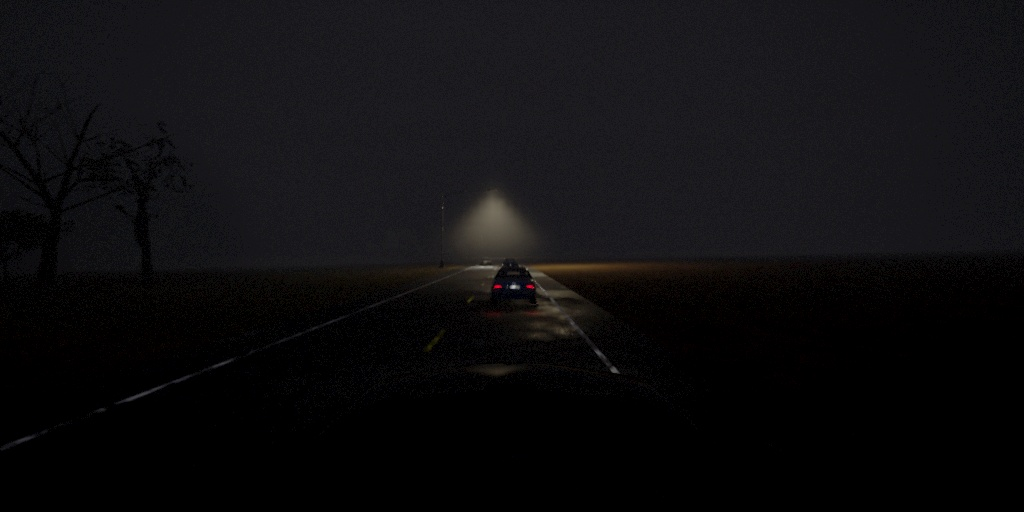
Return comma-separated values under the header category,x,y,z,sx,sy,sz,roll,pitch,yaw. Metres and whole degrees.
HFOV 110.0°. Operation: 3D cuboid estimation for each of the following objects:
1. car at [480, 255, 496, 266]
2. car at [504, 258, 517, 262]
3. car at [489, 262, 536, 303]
category,x,y,z,sx,sy,sz,roll,pitch,yaw
car,-4.109,0.780,57.334,2.128,1.511,4.902,0,0,-1
car,-0.187,0.961,41.095,2.033,1.411,5.357,0,0,-1
car,0.059,1.171,15.718,2.033,1.411,5.357,0,0,0
